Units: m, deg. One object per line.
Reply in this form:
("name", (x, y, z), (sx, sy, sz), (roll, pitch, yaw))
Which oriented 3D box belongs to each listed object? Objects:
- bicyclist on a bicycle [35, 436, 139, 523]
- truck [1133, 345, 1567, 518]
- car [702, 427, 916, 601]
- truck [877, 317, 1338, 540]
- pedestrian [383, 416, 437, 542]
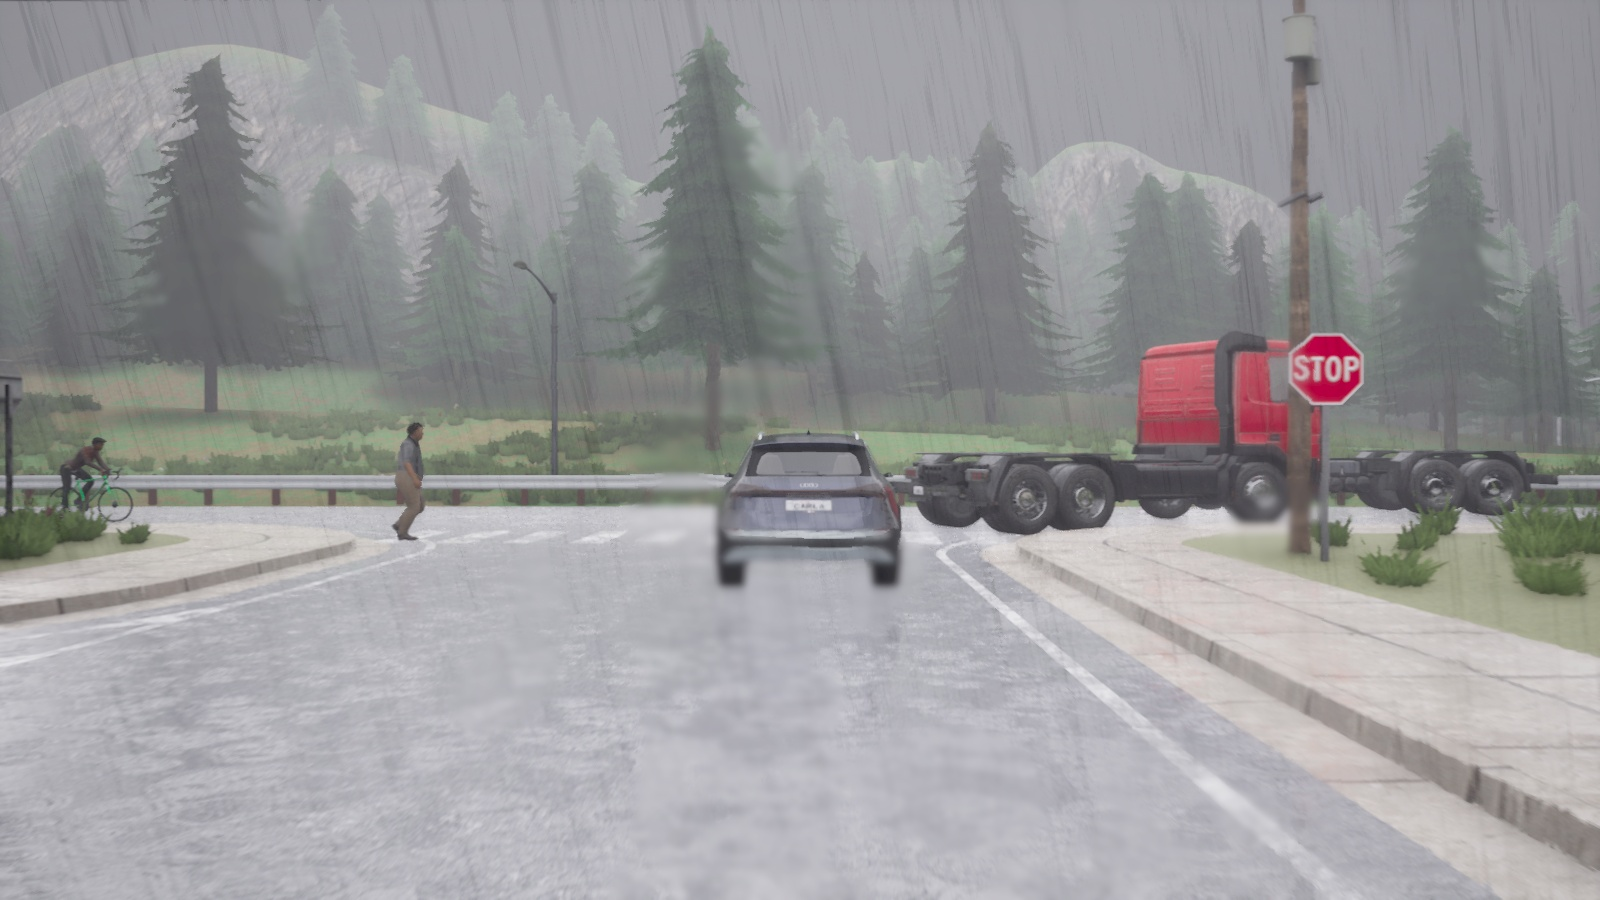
("bicyclist on a bicycle", (-13.499, 0.554, 23.799), (1.656, 1.620, 0.582), (0, 0, 1))
("truck", (11.433, -0.376, 26.713), (7.936, 3.462, 2.891), (0, 0, 1))
("car", (0.098, 0.596, 14.386), (2.033, 1.649, 4.856), (0, 0, 0))
("truck", (5.560, -0.358, 22.471), (7.936, 3.462, 2.891), (0, 0, -25))
("pedestrian", (-5.785, 0.422, 18.668), (0.694, 1.848, 0.540), (0, 0, -9))
